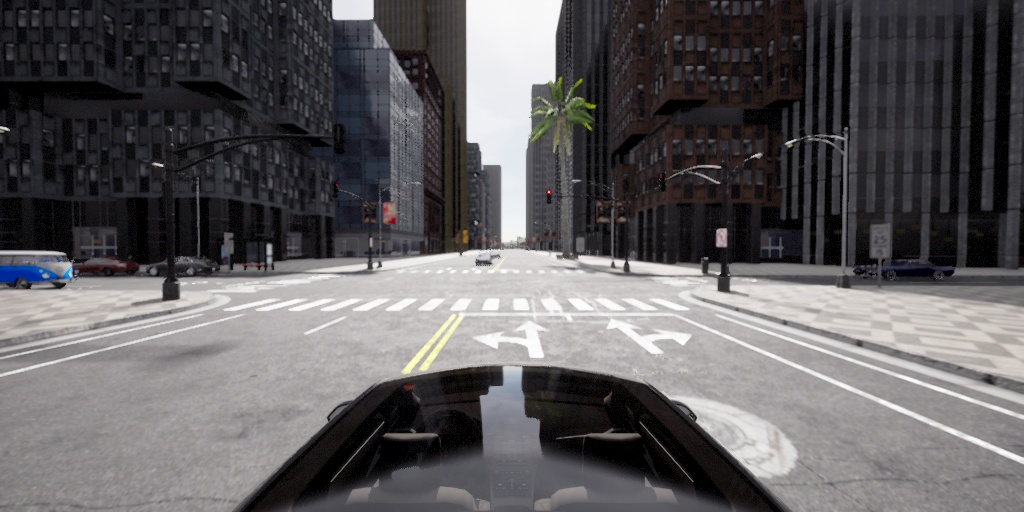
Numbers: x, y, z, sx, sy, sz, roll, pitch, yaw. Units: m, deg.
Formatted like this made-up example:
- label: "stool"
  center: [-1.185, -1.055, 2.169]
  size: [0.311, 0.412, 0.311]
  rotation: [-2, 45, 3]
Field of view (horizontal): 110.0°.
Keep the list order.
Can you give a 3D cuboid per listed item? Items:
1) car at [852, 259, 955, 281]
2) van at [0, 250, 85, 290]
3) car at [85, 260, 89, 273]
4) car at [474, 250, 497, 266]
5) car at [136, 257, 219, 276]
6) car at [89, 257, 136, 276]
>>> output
- label: "car"
  center: [24.700, 0.876, 22.778]
  size: [4.718, 1.301, 1.895]
  rotation: [0, 1, 0]
- label: "van"
  center: [-23.529, 0.677, 17.130]
  size: [3.998, 1.789, 1.690]
  rotation: [0, 0, 0]
- label: "car"
  center: [-27.390, 0.822, 19.784]
  size: [5.357, 1.411, 2.033]
  rotation: [0, 1, 0]
- label: "car"
  center: [-3.155, 0.348, 41.219]
  size: [2.033, 1.411, 5.357]
  rotation: [0, 2, 0]
- label: "car"
  center: [-23.513, 0.703, 25.653]
  size: [4.403, 1.370, 2.007]
  rotation: [0, 0, 0]
- label: "car"
  center: [-29.191, 0.729, 25.665]
  size: [4.207, 1.307, 1.802]
  rotation: [0, 0, 0]
